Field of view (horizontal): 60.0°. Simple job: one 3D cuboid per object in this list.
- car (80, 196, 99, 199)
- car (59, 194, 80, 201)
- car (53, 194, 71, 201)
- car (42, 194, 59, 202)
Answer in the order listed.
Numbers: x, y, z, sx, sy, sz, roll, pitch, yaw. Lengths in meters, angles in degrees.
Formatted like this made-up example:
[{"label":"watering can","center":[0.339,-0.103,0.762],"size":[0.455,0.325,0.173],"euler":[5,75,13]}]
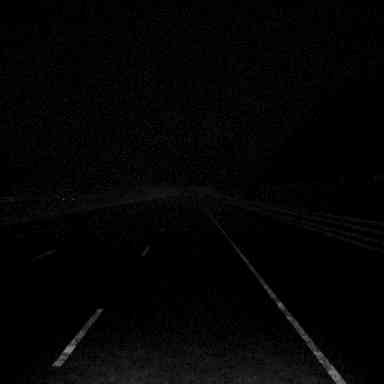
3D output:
[{"label":"car","center":[-17.511,1.419,58.393],"size":[1.882,1.535,5.008],"euler":[0,0,1]},{"label":"car","center":[-21.010,1.295,58.407],"size":[2.097,1.767,4.553],"euler":[0,0,1]},{"label":"car","center":[-27.344,1.149,69.992],"size":[2.128,1.511,4.902],"euler":[0,0,-3]},{"label":"car","center":[-24.504,1.438,58.215],"size":[2.128,1.511,4.902],"euler":[0,0,1]}]
